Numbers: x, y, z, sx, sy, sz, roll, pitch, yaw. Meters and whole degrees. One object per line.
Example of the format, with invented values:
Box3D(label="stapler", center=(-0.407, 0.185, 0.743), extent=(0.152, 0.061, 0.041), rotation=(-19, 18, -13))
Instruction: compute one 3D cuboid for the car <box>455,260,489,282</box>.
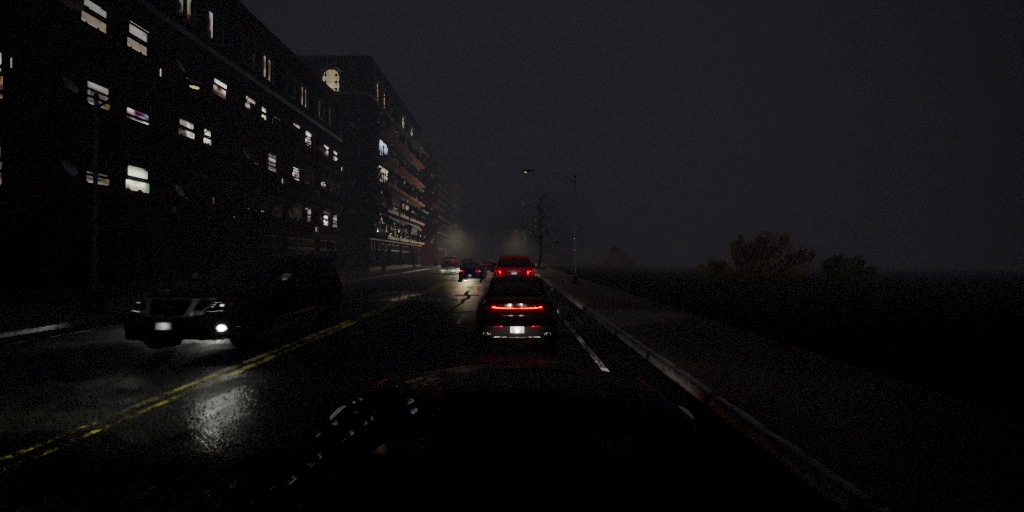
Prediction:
Box3D(label="car", center=(-3.133, 1.279, 28.894), extent=(1.812, 1.442, 4.674), rotation=(0, 0, 0))

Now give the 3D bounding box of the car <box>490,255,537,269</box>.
Box3D(label="car", center=(0.112, 0.974, 20.074), extent=(2.150, 2.045, 5.566), rotation=(0, 0, 0))

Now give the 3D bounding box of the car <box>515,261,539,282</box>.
Box3D(label="car", center=(1.157, 1.209, 30.482), extent=(1.801, 1.575, 5.366), rotation=(0, 0, 0))

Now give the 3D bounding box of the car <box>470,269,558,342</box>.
Box3D(label="car", center=(0.107, 1.256, 9.727), extent=(1.837, 1.490, 4.892), rotation=(0, 0, 0))

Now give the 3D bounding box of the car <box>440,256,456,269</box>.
Box3D(label="car", center=(-9.801, 0.973, 56.833), extent=(2.150, 2.045, 5.566), rotation=(0, 0, 0))

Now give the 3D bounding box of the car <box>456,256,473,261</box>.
Box3D(label="car", center=(-6.560, 1.104, 52.967), extent=(2.097, 1.767, 4.553), rotation=(0, 0, 0))

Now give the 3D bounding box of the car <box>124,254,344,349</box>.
Box3D(label="car", center=(-6.596, 0.973, 9.545), extent=(2.150, 2.045, 5.566), rotation=(0, 0, 0))
